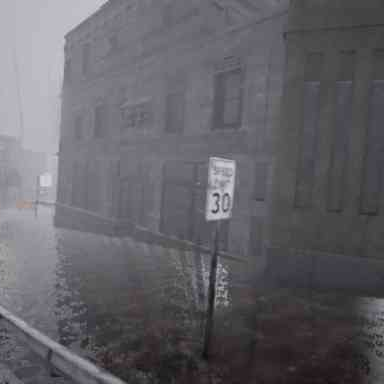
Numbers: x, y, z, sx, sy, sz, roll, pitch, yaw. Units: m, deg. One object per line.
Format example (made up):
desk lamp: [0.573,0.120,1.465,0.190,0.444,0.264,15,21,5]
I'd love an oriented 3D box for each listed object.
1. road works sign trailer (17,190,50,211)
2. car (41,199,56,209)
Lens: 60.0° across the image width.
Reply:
road works sign trailer: [-21.417,1.262,44.650,3.560,2.880,2.380,3,-1,35]
car: [-23.936,1.939,56.730,1.882,1.535,5.008,4,-1,1]
